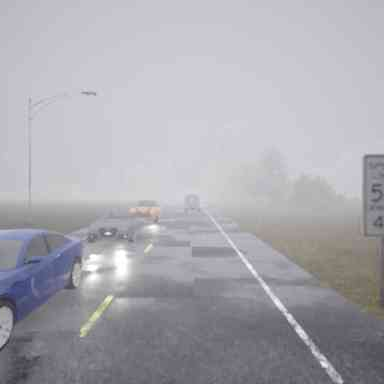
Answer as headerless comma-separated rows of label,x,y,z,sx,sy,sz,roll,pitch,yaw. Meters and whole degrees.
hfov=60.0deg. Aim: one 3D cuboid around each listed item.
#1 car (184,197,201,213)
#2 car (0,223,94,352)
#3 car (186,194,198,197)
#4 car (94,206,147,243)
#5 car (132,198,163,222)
car,0.083,1.594,37.953,2.033,1.411,5.357,0,0,0
car,-3.602,1.488,6.302,1.882,1.535,5.008,0,0,0
car,-0.002,1.274,48.718,2.150,2.045,5.566,0,0,0
car,-3.596,1.588,16.197,1.994,1.385,4.181,0,0,-1
car,-3.546,1.389,26.222,2.097,1.767,4.553,0,0,1
